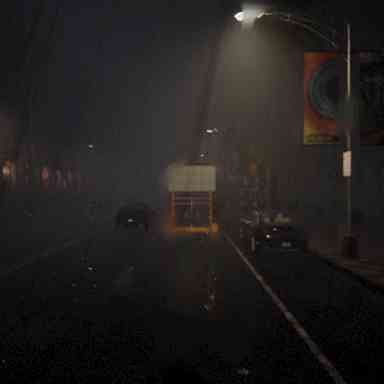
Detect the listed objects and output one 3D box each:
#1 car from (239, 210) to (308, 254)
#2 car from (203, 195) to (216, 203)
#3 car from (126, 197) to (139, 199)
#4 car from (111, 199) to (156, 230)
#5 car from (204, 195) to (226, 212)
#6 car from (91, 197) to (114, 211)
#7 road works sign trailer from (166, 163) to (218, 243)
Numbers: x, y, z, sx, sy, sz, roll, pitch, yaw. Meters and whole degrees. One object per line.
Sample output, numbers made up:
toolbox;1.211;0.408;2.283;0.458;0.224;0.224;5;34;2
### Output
car;3.081;1.447;13.260;2.231;1.521;4.892;0;0;0
car;3.379;1.351;64.564;2.161;1.482;4.786;0;0;0
car;-7.103;1.407;39.589;1.837;1.490;4.892;0;0;0
car;-3.409;1.425;20.872;1.882;1.535;5.008;0;0;0
car;3.080;1.247;42.635;2.185;1.767;4.553;0;0;0
car;-10.603;1.378;39.730;1.882;1.535;5.008;0;0;0
road works sign trailer;-0.007;0.424;15.909;2.380;3.560;2.880;0;0;0
